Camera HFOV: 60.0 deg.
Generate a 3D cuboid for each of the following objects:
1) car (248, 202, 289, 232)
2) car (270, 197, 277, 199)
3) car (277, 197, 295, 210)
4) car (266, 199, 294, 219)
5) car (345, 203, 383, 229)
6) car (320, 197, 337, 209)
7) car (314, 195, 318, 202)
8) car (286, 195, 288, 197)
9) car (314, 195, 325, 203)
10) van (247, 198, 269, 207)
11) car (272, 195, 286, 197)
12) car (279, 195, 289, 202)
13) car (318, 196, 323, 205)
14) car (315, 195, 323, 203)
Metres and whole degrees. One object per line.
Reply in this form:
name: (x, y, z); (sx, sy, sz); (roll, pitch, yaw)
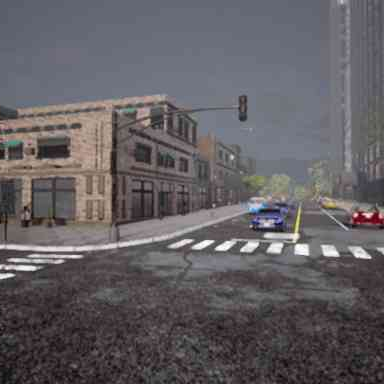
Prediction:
car: (5.020, 1.623, 21.312); (1.812, 1.442, 4.674); (0, 0, 18)
car: (10.479, 1.794, 45.977); (1.802, 1.307, 4.206); (1, 0, 18)
car: (12.949, 1.764, 45.153); (1.994, 1.385, 4.181); (0, 0, 19)
car: (8.249, 1.665, 31.035); (1.812, 1.442, 4.674); (0, 0, 18)
car: (11.465, 1.526, 22.313); (1.967, 1.590, 4.097); (1, 0, 18)
car: (20.226, 1.726, 48.743); (1.752, 1.417, 4.829); (1, 0, 18)
car: (28.933, 1.840, 75.011); (1.752, 1.417, 4.829); (1, 0, 18)
car: (22.616, 1.896, 82.589); (1.752, 1.417, 4.829); (1, 0, 18)
car: (30.624, 1.651, 80.104); (2.192, 1.841, 5.009); (1, 0, 18)
van: (6.999, 1.507, 35.471); (1.690, 1.788, 3.998); (1, 0, 18)
car: (15.707, 1.595, 61.736); (2.192, 1.841, 5.009); (1, 0, 18)
car: (24.414, 1.709, 88.003); (2.192, 1.841, 5.009); (1, 0, 18)
car: (21.967, 1.748, 53.997); (1.752, 1.417, 4.829); (1, 0, 18)
car: (25.397, 1.813, 64.343); (1.887, 1.381, 4.507); (1, 0, 18)
